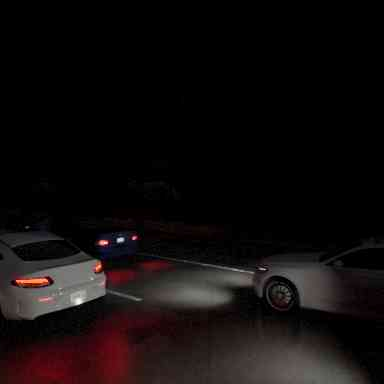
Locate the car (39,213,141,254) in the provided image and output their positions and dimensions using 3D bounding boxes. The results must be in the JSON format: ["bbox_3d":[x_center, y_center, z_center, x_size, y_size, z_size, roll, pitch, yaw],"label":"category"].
[{"bbox_3d":[-4.149,1.431,11.310,5.357,1.411,2.033,1,1,36],"label":"car"}]

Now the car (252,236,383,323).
[{"bbox_3d":[3.375,1.525,5.885,4.674,1.442,1.812,0,0,36],"label":"car"}]

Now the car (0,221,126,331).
[{"bbox_3d":[-3.677,1.455,6.651,4.674,1.442,1.812,1,1,36],"label":"car"}]
